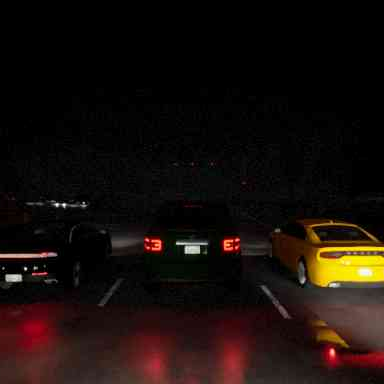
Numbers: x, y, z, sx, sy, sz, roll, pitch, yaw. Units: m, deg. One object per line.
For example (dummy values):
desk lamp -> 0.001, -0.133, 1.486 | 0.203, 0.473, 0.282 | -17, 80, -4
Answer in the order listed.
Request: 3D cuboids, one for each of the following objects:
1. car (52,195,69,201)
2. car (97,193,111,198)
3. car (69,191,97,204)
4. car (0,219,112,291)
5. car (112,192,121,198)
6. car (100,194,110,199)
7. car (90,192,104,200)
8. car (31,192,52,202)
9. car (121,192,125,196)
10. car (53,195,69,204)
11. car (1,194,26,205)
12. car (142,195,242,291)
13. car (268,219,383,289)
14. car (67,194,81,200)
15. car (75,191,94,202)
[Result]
car -> -29.205, 1.250, 74.054 | 1.895, 1.301, 4.718 | 0, 0, -1
car -> -18.589, 1.233, 67.441 | 2.033, 1.411, 5.357 | 0, 0, -1
car -> -18.484, 0.975, 56.846 | 2.150, 2.045, 5.566 | 0, 0, -1
car -> -3.522, 1.480, 8.987 | 2.128, 1.511, 4.902 | 0, 0, 0
car -> -18.765, 1.176, 77.490 | 2.033, 1.411, 5.357 | 0, 0, -1
car -> -22.633, 1.136, 86.635 | 1.994, 1.385, 4.181 | 0, 0, -4
car -> -22.275, 0.988, 78.042 | 2.097, 1.767, 4.553 | 0, 0, -1
car -> -29.037, 0.935, 64.344 | 2.150, 2.045, 5.566 | 0, 0, -1
car -> -19.091, 1.138, 86.417 | 1.994, 1.385, 4.181 | 0, 0, -4
car -> -21.987, 1.313, 57.659 | 1.994, 1.385, 4.181 | 0, 0, -1
car -> -28.931, 1.121, 54.014 | 2.097, 1.767, 4.553 | 0, 0, -1
car -> -0.013, 1.210, 9.131 | 2.150, 2.045, 5.566 | 0, 0, 0
car -> 3.475, 1.466, 9.186 | 1.882, 1.535, 5.008 | 0, 0, 0
car -> -29.401, 1.128, 82.951 | 1.812, 1.442, 4.674 | 0, 0, -1
car -> -22.106, 0.913, 68.369 | 2.150, 2.045, 5.566 | 0, 0, -1
